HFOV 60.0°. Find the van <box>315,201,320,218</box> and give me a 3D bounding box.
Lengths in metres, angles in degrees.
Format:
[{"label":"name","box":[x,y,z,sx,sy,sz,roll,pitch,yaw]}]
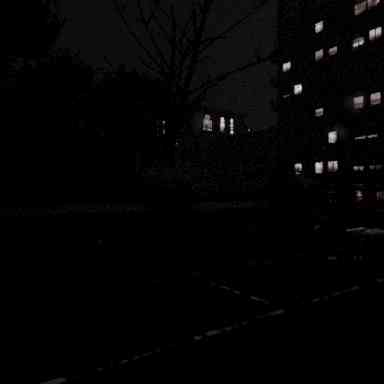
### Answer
[{"label":"van","box":[10.461,1.720,32.538,1.690,1.788,3.998,-1,0,-36]}]
